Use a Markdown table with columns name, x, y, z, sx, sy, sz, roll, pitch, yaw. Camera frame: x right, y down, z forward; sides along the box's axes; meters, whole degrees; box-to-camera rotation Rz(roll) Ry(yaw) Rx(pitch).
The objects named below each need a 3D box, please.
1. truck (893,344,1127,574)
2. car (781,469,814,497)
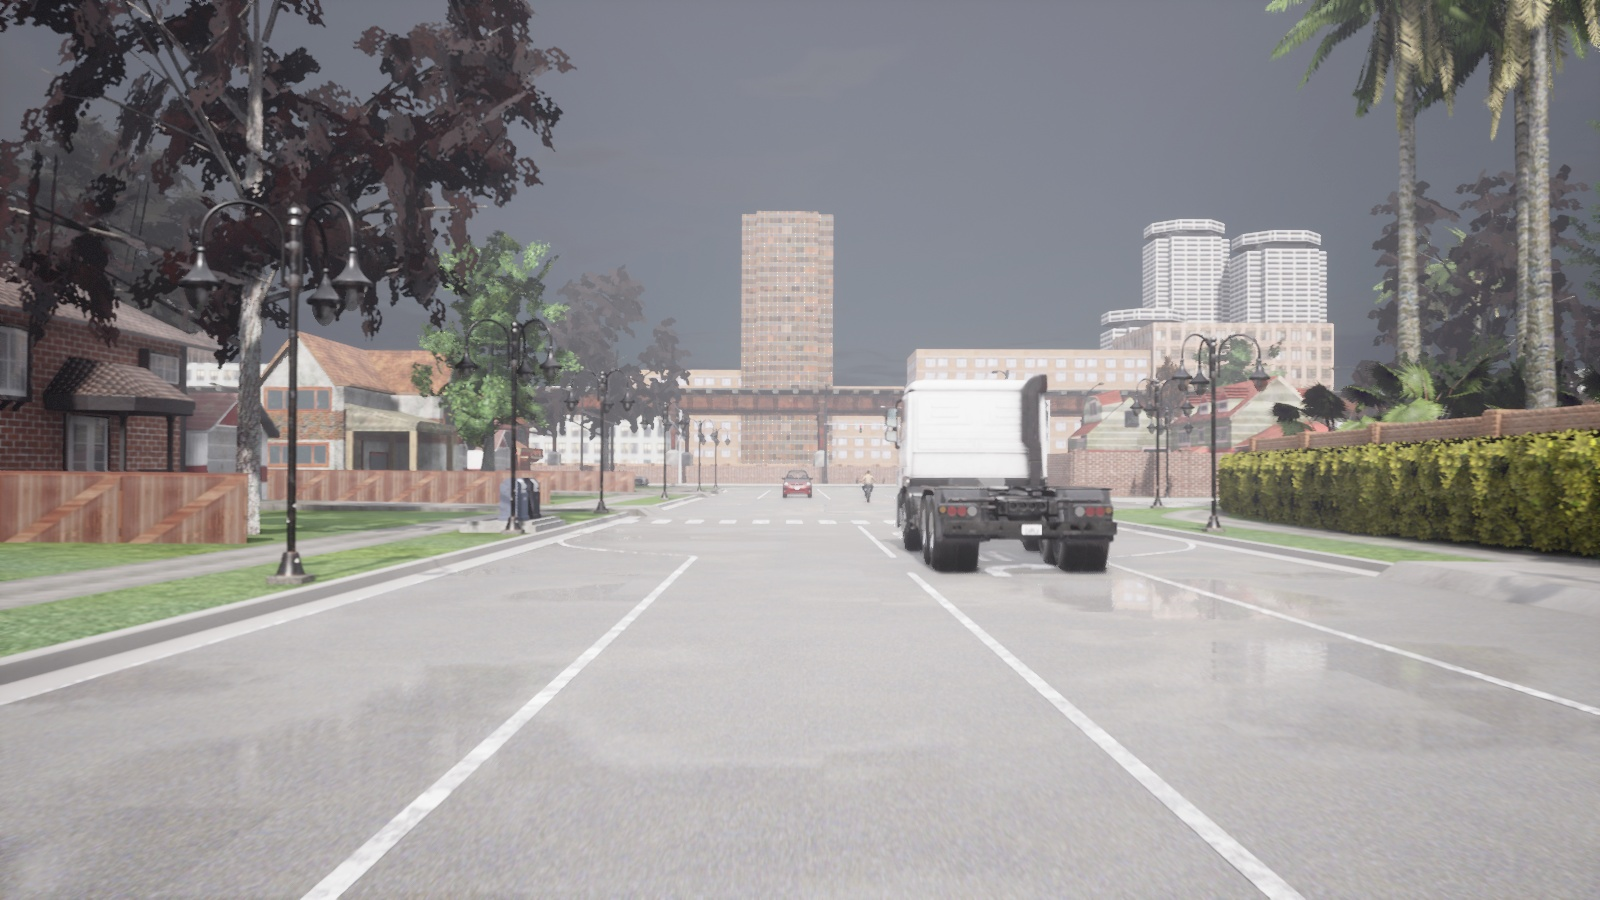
| name | x | y | z | sx | sy | sz | roll | pitch | yaw |
| --- | --- | --- | --- | --- | --- | --- | --- | --- | --- |
| truck | 3.450 | 0.199 | 22.856 | 2.891 | 3.462 | 7.936 | 0 | -1 | 0 |
| car | -0.150 | 1.949 | 74.265 | 1.851 | 1.617 | 3.988 | 0 | -1 | 0 |
